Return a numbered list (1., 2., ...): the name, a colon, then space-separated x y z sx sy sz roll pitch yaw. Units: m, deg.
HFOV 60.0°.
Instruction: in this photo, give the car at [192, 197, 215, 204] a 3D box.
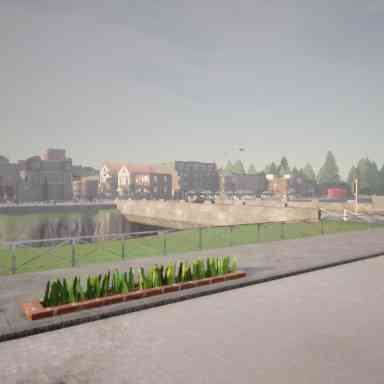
1. car: 1.957 1.526 55.318 1.812 1.442 4.674 0 0 -35
